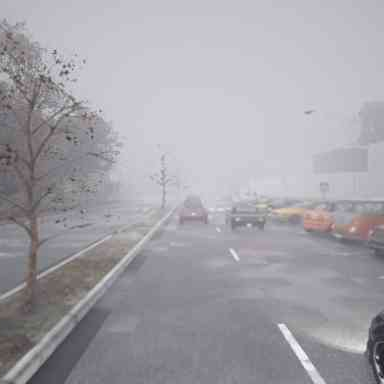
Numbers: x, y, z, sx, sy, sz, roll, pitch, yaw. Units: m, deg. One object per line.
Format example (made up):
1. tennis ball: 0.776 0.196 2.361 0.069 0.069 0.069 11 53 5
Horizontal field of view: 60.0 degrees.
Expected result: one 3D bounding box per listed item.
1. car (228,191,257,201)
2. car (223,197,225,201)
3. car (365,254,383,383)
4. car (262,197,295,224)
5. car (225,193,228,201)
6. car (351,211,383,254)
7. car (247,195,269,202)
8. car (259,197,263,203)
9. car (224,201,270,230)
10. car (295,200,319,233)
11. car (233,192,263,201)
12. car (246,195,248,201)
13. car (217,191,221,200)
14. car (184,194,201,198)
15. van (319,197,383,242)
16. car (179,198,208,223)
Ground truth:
1. car: 8.106 0.901 44.033 5.566 2.045 2.435 1 0 -20
2. car: 8.251 1.103 53.032 5.366 1.575 1.946 1 0 -20
3. car: 3.100 1.561 2.358 1.994 1.385 4.181 0 0 0
4. car: 7.900 1.341 23.079 5.366 1.575 1.946 1 1 -20
5. car: 8.071 1.120 49.984 4.892 1.521 2.231 1 0 -20
6. car: 8.066 1.493 11.210 4.674 1.452 2.002 1 0 -20
7. car: 7.901 1.274 29.045 5.366 1.575 1.946 1 1 -20
8. car: 8.100 1.342 26.141 4.792 1.488 2.163 1 0 -20
9. car: 3.103 1.484 20.266 1.895 1.301 4.718 0 1 0
10. car: 8.045 1.282 17.168 4.553 1.767 2.185 1 0 -20
11. car: 8.086 1.175 41.033 4.892 1.521 2.231 1 1 -20
12. car: 8.070 1.289 32.093 4.674 1.452 2.002 1 0 -20
13. car: 7.906 1.060 61.847 5.366 1.575 1.946 1 1 -20
14. car: 0.105 1.031 41.359 2.097 1.767 4.553 0 0 0
15. van: 7.967 1.207 14.140 4.442 1.987 1.878 1 1 -20
16. car: 0.103 1.409 23.952 1.994 1.385 4.181 0 1 0
